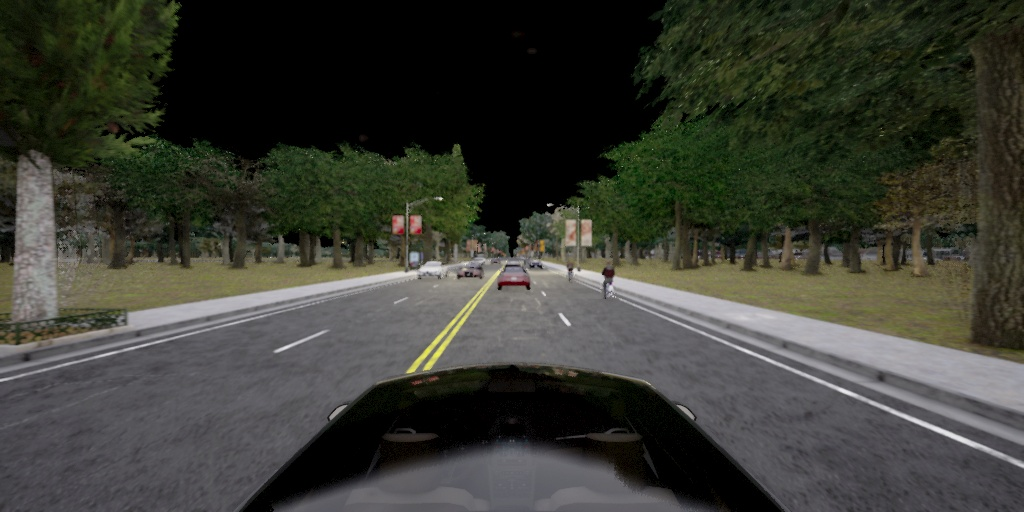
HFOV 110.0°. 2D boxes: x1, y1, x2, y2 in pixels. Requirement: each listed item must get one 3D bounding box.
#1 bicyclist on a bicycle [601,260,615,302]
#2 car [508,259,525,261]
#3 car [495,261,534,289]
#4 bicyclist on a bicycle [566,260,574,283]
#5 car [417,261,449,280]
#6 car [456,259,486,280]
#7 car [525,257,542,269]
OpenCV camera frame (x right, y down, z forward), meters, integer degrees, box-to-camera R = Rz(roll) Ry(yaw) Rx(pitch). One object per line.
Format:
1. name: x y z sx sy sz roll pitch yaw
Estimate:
1. bicyclist on a bicycle: 4.153 1.074 15.627 0.659 1.776 1.843 0 0 0
2. car: 0.128 1.166 40.194 2.033 1.411 5.357 0 0 0
3. car: 0.115 1.242 22.498 1.994 1.385 4.181 0 0 0
4. bicyclist on a bicycle: 4.160 1.122 25.603 0.582 1.620 1.656 0 0 0
5. car: -6.575 1.175 30.156 1.812 1.442 4.674 0 0 0
6. car: -3.326 1.217 29.506 1.994 1.385 4.181 0 0 0
7. car: 3.386 1.179 52.908 1.895 1.301 4.718 0 0 0
